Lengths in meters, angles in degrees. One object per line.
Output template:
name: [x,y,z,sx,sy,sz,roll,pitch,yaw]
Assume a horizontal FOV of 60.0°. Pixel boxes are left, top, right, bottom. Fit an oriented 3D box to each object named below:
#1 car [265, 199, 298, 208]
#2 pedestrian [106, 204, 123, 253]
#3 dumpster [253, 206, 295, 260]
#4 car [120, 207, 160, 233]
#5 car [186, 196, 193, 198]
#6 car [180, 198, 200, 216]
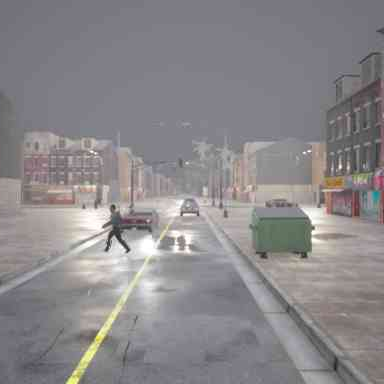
car: [11.949,1.536,44.502,4.313,1.339,1.947,0,0,0]
pedestrian: [-2.780,1.295,11.960,0.375,1.860,0.375,0,0,-11]
dumpster: [2.899,1.397,12.009,1.020,1.700,1.940,0,0,-1]
car: [-3.023,1.604,19.615,1.895,1.301,4.718,0,0,0]
car: [-0.487,1.526,64.417,1.882,1.535,5.008,0,0,-1]
car: [-0.210,1.559,32.273,2.033,1.411,5.357,0,0,0]
